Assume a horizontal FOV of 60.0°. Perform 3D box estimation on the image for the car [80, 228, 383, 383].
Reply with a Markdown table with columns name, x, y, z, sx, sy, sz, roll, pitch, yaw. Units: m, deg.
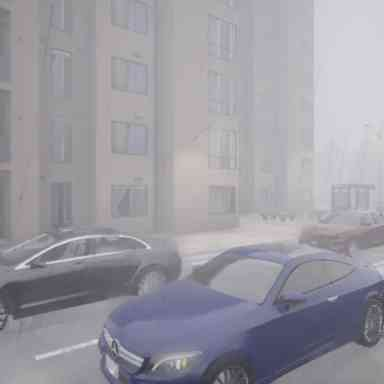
| name | x | y | z | sx | sy | sz | roll | pitch | yaw |
| --- | --- | --- | --- | --- | --- | --- | --- | --- | --- |
| car | 1.061 | 1.524 | 4.769 | 4.674 | 1.442 | 1.812 | 0 | 0 | -36 |

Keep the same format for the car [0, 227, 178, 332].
| name | x | y | z | sx | sy | sz | roll | pitch | yaw |
| --- | --- | --- | --- | --- | --- | --- | --- | --- | --- |
| car | -2.450 | 1.492 | 6.544 | 4.902 | 1.511 | 2.128 | 0 | 0 | -37 |

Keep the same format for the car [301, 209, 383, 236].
| name | x | y | z | sx | sy | sz | roll | pitch | yaw |
| --- | --- | --- | --- | --- | --- | --- | --- | --- | --- |
| car | 6.213 | 1.472 | 12.946 | 5.008 | 1.535 | 1.882 | 0 | 0 | -36 |
